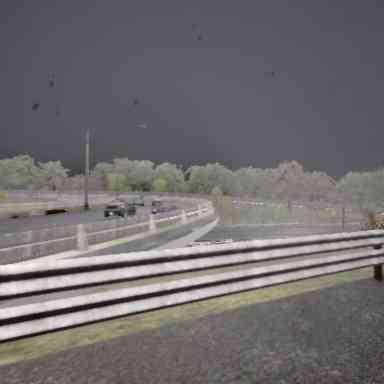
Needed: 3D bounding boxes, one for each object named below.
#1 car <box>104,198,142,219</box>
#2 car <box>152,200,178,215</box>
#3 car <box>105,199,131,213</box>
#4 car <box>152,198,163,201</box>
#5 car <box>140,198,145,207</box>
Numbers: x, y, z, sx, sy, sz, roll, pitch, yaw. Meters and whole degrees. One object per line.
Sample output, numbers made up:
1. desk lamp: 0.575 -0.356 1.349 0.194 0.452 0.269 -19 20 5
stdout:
1. car: -6.561 1.611 30.973 1.837 1.490 4.892 1 0 9
2. car: -2.623 1.771 33.613 1.895 1.301 4.718 1 0 8
3. car: -8.984 1.661 40.676 1.812 1.442 4.674 1 0 4
4. car: -5.438 1.737 53.955 1.882 1.535 5.008 1 0 -3
5. car: -9.276 1.802 58.209 1.994 1.385 4.181 1 0 -6
